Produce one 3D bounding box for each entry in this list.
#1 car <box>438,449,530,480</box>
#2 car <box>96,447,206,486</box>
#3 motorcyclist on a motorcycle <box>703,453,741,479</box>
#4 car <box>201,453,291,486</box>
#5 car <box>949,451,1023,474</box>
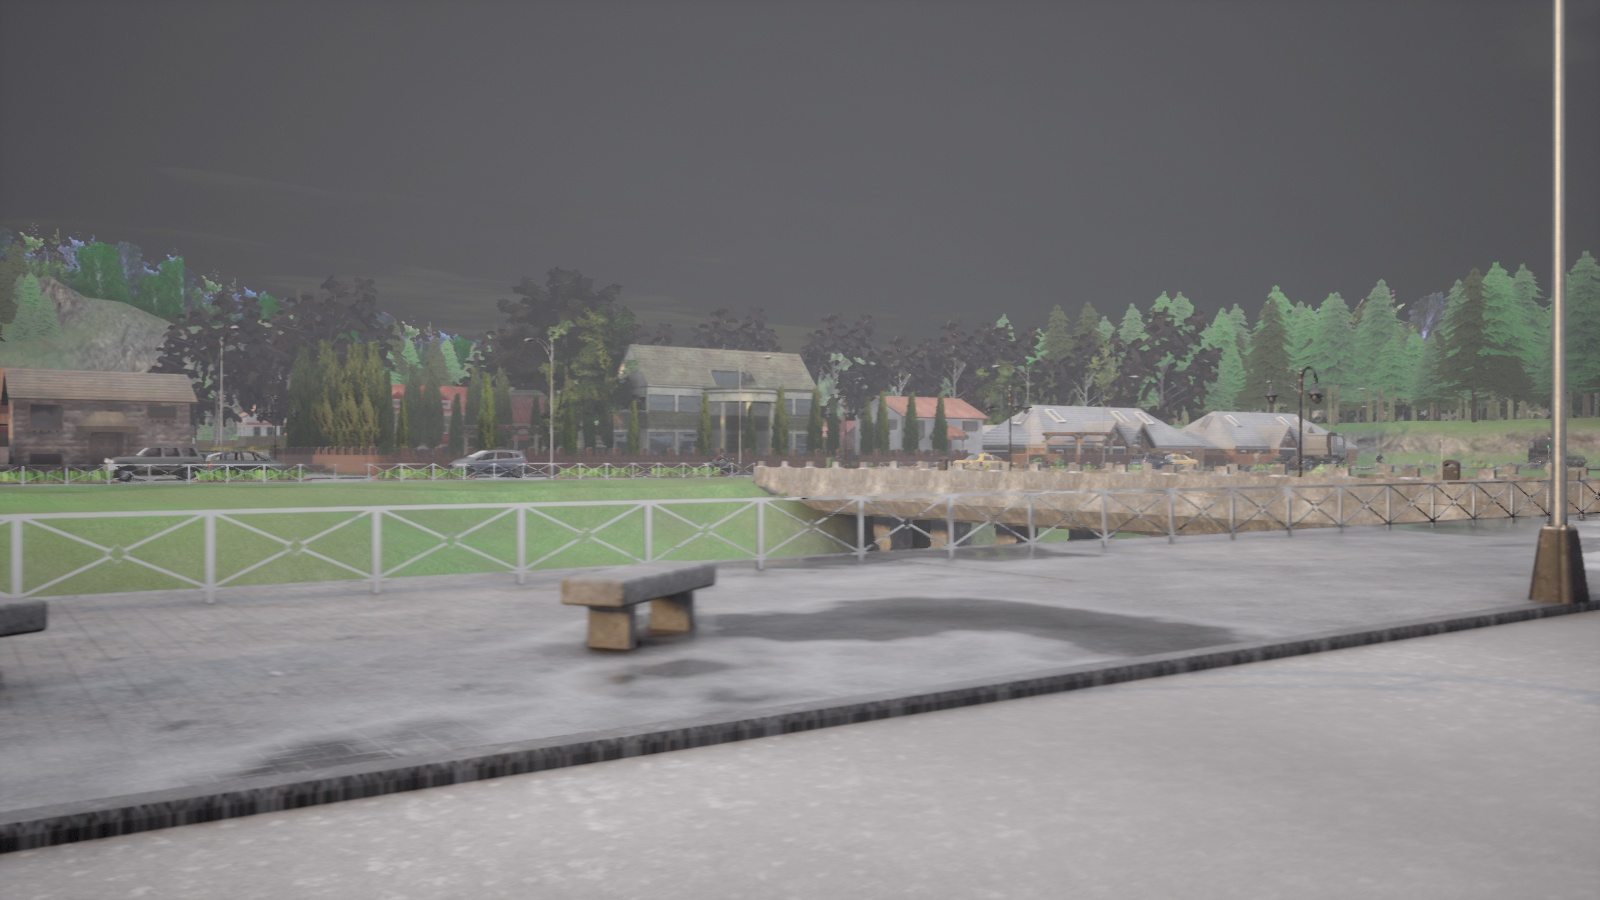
[{"bbox_3d":[-18.057,0.803,71.736,4.611,1.667,2.242,0,0,-35],"label":"car"},{"bbox_3d":[-32.042,0.781,62.006,4.605,1.855,1.932,0,0,-35],"label":"car"},{"bbox_3d":[-4.723,0.976,76.138,2.191,1.530,0.866,0,0,-35],"label":"motorcyclist on a motorcycle"},{"bbox_3d":[-26.796,0.929,60.782,3.705,1.549,1.789,0,0,-35],"label":"car"},{"bbox_3d":[13.124,0.873,88.555,5.366,1.575,1.801,0,0,-35],"label":"car"}]
